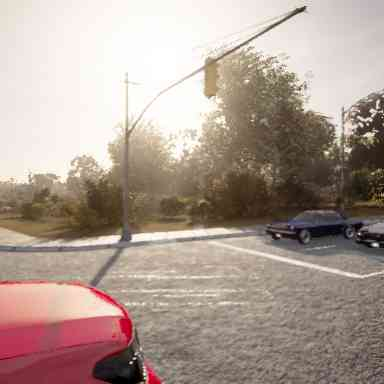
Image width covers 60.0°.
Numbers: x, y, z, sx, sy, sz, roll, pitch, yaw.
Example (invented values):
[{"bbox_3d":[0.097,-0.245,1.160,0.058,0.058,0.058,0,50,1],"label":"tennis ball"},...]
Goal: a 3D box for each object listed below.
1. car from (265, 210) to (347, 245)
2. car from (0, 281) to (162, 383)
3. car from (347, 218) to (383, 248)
[{"bbox_3d":[5.691,1.550,15.472,4.718,1.301,1.895,-1,0,-29],"label":"car"},{"bbox_3d":[-2.860,1.211,1.628,5.566,2.045,2.150,0,0,-36],"label":"car"},{"bbox_3d":[8.923,1.479,13.276,5.357,1.411,2.033,-1,1,-29],"label":"car"}]
